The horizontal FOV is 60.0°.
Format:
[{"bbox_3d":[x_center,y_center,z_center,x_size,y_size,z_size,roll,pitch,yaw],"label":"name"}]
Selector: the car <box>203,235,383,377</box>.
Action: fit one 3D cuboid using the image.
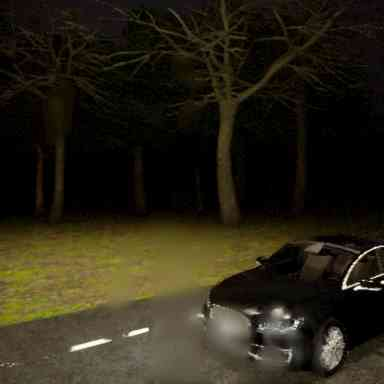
[{"bbox_3d":[2.420,1.560,5.714,4.892,1.490,1.837,1,0,-35],"label":"car"}]
